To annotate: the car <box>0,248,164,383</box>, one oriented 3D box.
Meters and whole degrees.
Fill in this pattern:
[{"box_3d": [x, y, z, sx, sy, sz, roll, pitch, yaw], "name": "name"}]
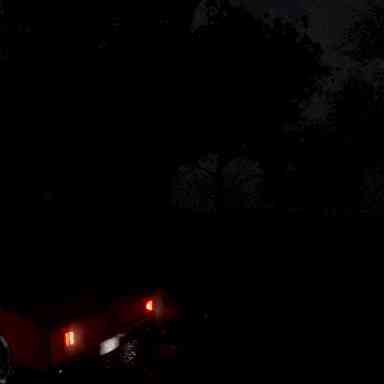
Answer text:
[{"box_3d": [-2.816, 1.606, 5.389, 4.718, 1.301, 1.895, 0, 0, 36], "name": "car"}]
